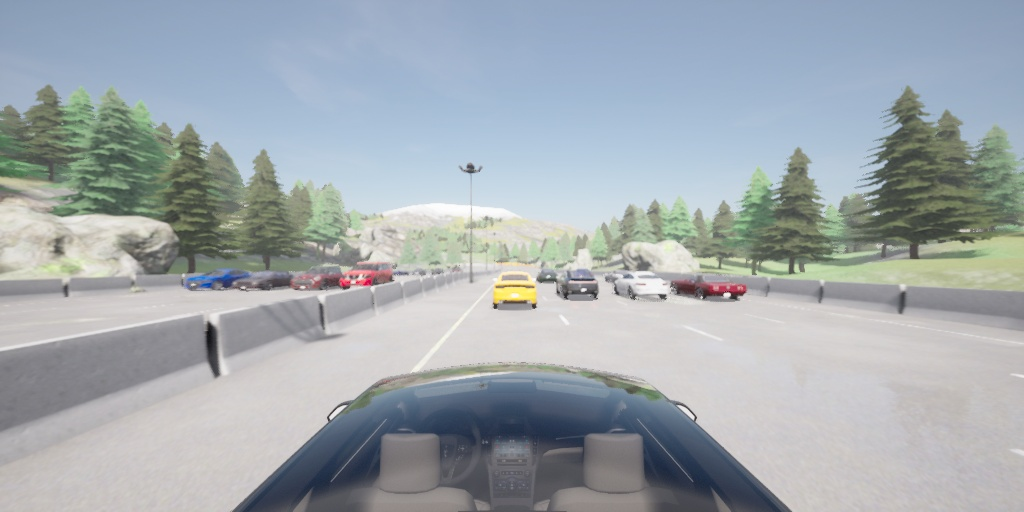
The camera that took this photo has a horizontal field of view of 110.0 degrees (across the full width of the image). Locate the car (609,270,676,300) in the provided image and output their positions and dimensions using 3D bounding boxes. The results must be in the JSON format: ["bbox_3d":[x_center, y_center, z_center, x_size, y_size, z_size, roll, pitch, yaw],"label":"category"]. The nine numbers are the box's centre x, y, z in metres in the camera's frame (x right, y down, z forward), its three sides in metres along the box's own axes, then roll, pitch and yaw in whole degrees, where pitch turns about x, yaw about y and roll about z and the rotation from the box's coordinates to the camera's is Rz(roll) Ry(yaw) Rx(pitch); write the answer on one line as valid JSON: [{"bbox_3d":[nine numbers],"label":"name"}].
[{"bbox_3d":[7.135,1.603,20.168,1.812,1.442,4.674,0,-1,0],"label":"car"}]

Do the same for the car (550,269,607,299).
[{"bbox_3d":[3.638,1.577,20.569,2.128,1.511,4.902,0,-1,0],"label":"car"}]

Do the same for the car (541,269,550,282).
[{"bbox_3d":[3.677,2.071,37.602,1.994,1.385,4.181,0,-2,0],"label":"car"}]

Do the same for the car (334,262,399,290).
[{"bbox_3d":[-10.545,1.437,26.611,2.150,2.045,5.566,0,-1,0],"label":"car"}]

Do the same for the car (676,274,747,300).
[{"bbox_3d":[10.637,1.674,19.921,1.895,1.301,4.718,0,-1,0],"label":"car"}]

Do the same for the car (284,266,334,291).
[{"bbox_3d":[-14.045,1.560,26.326,2.097,1.767,4.553,0,-1,0],"label":"car"}]

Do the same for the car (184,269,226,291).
[{"bbox_3d":[-21.046,1.679,26.157,1.882,1.535,5.008,0,-1,0],"label":"car"}]

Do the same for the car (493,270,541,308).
[{"bbox_3d":[0.127,1.485,16.927,1.882,1.535,5.008,0,-1,0],"label":"car"}]

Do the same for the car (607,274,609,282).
[{"bbox_3d":[10.674,2.065,35.969,1.895,1.301,4.718,0,-2,0],"label":"car"}]

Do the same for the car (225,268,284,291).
[{"bbox_3d":[-17.547,1.748,26.080,2.033,1.411,5.357,0,-1,0],"label":"car"}]
